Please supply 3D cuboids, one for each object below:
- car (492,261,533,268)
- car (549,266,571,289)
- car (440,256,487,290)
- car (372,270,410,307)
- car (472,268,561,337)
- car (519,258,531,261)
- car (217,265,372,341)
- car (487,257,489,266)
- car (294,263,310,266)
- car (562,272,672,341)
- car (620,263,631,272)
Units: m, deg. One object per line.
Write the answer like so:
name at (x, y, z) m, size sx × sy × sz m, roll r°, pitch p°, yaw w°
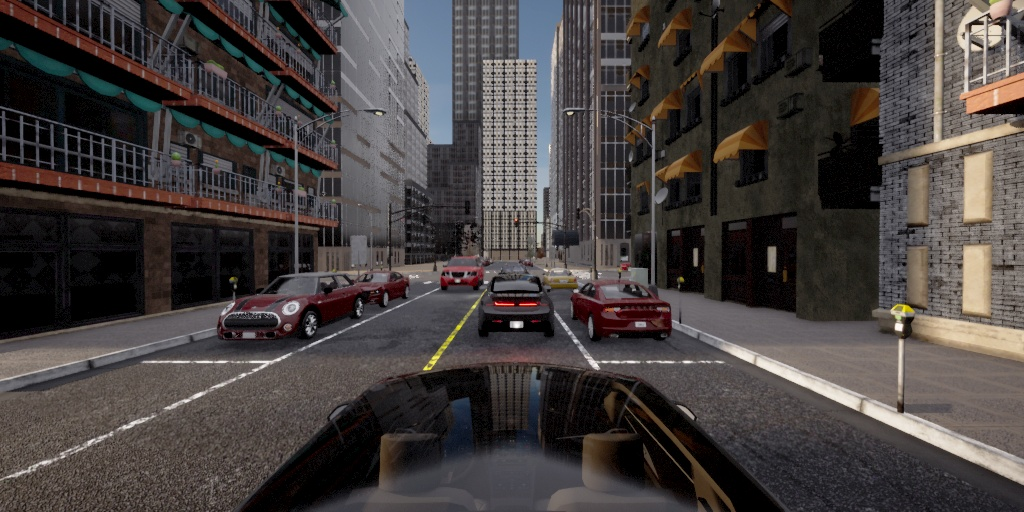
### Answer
car at (0.115, 1.239, 20.405) m, size 2.128 × 1.511 × 4.902 m, roll 0°, pitch 0°, yaw 0°
car at (2.706, 1.272, 20.937) m, size 1.751 × 1.417 × 4.829 m, roll 0°, pitch 0°, yaw 0°
car at (-2.981, 1.008, 22.473) m, size 2.150 × 2.045 × 5.566 m, roll 0°, pitch 0°, yaw 0°
car at (-5.680, 1.293, 15.265) m, size 1.888 × 1.381 × 4.507 m, roll 0°, pitch 0°, yaw 0°
car at (0.107, 1.253, 10.272) m, size 1.837 × 1.490 × 4.892 m, roll 0°, pitch 0°, yaw 0°
car at (2.745, 1.185, 64.293) m, size 1.967 × 1.591 × 4.097 m, roll 0°, pitch 0°, yaw 0°
car at (-5.685, 1.188, 9.742) m, size 1.967 × 1.591 × 4.097 m, roll 0°, pitch 0°, yaw 0°
car at (-5.635, 1.291, 64.302) m, size 1.888 × 1.381 × 4.507 m, roll 0°, pitch 0°, yaw 0°
car at (-23.801, 1.494, 39.612) m, size 4.097 × 1.591 × 1.967 m, roll 0°, pitch 0°, yaw 0°
car at (2.697, 1.294, 9.720) m, size 1.888 × 1.381 × 4.507 m, roll 0°, pitch 0°, yaw 0°
car at (14.297, 1.005, 39.899) m, size 4.507 × 1.381 × 1.888 m, roll 0°, pitch 0°, yaw 0°
